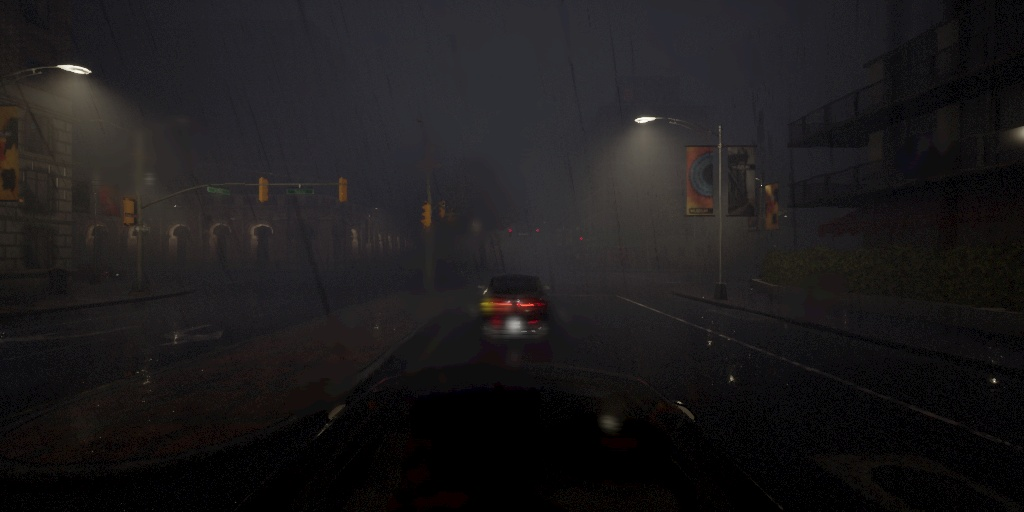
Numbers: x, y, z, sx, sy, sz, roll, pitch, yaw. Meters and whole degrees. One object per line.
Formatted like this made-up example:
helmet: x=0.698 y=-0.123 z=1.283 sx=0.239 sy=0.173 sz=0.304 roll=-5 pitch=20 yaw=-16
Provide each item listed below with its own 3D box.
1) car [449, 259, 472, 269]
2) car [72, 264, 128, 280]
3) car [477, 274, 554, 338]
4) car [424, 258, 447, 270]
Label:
car: x=-8.032 y=1.241 z=56.680 sx=2.128 sy=1.511 sz=4.902 roll=0 pitch=0 yaw=0
car: x=-33.475 y=1.314 z=28.596 sx=4.181 sy=1.385 sz=1.994 roll=0 pitch=0 yaw=0
car: x=0.081 y=1.255 z=10.180 sx=1.837 sy=1.490 sz=4.892 roll=0 pitch=0 yaw=0
car: x=-11.648 y=1.102 z=53.786 sx=2.097 sy=1.767 sz=4.553 roll=0 pitch=0 yaw=2
